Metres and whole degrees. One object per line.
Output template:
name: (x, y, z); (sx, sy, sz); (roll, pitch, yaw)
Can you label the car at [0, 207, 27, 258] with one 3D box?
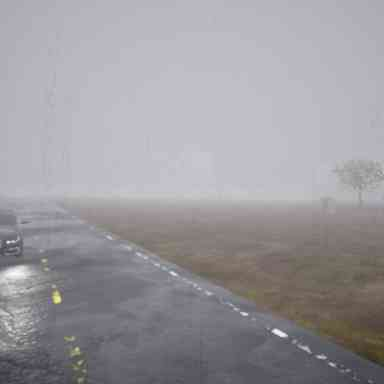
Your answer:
car: (-6.897, 1.328, 11.561); (1.837, 1.490, 4.892); (1, 1, -28)
